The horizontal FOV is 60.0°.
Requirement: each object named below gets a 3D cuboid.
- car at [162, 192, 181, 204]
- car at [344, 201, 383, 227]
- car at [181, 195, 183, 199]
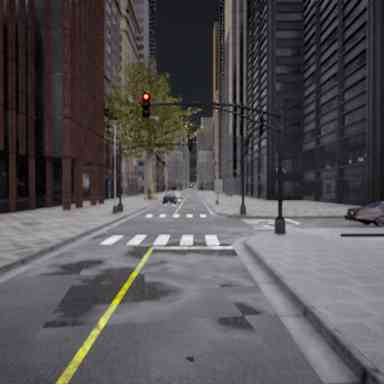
[{"bbox_3d":[-3.008,0.925,45.852,2.033,1.411,5.357,0,1,0],"label":"car"},{"bbox_3d":[11.561,1.228,18.798,5.357,1.411,2.033,0,1,0],"label":"car"},{"bbox_3d":[-2.919,0.707,62.704,1.812,1.442,4.674,0,1,1],"label":"car"}]
